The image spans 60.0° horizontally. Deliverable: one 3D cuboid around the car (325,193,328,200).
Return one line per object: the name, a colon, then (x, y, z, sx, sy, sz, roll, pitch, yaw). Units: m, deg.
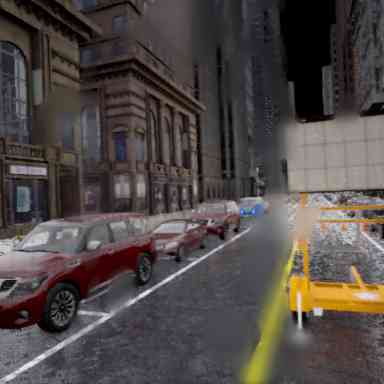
car: (26.534, 1.011, 62.525, 1.802, 1.307, 4.206, -2, -1, 20)

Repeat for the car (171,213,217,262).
car: (-0.627, 1.720, 12.783, 1.802, 1.307, 4.206, -2, 0, 20)

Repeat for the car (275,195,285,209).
car: (10.859, 1.371, 44.369, 1.967, 1.590, 4.097, -2, 0, 20)

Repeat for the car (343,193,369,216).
car: (13.121, 1.103, 25.676, 1.967, 1.590, 4.097, -2, 0, 20)

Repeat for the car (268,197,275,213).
car: (6.973, 1.524, 33.680, 1.752, 1.417, 4.829, -2, 0, 20)

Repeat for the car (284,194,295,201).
car: (22.355, 1.284, 75.952, 2.008, 1.369, 4.403, -2, -1, 20)

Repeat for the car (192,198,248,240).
car: (1.278, 1.418, 18.050, 2.192, 1.841, 5.009, -2, 0, 20)

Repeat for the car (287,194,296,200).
car: (24.212, 1.228, 81.056, 1.752, 1.417, 4.829, -2, -1, 20)

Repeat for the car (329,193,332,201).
car: (20.844, 1.052, 46.892, 1.752, 1.417, 4.829, -2, -1, 20)

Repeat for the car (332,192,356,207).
car: (16.946, 0.910, 36.205, 2.192, 1.841, 5.009, -2, 0, 20)

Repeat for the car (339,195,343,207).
car: (15.042, 1.211, 30.938, 1.802, 1.307, 4.206, -2, 0, 20)

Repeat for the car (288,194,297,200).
car: (26.186, 1.215, 86.480, 1.887, 1.381, 4.507, -2, -1, 20)

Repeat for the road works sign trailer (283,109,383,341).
road works sign trailer: (2.976, 0.388, 5.997, 2.380, 3.560, 2.880, -3, -1, 20)

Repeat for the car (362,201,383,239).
car: (9.295, 1.299, 15.146, 1.947, 1.339, 4.313, -2, 0, 20)

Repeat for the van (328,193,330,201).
van: (22.694, 0.836, 51.998, 1.690, 1.788, 3.998, -2, -1, 20)

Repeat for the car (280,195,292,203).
car: (18.525, 1.364, 65.424, 1.947, 1.339, 4.313, -2, -1, 20)

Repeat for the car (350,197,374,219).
car: (11.209, 1.249, 20.410, 2.008, 1.369, 4.403, -2, 0, 20)

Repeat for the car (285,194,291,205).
car: (14.689, 1.304, 54.897, 1.967, 1.590, 4.097, -2, -1, 20)

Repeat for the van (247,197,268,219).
van: (5.109, 1.373, 28.577, 1.690, 1.788, 3.998, -2, 0, 20)

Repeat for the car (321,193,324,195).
car: (34.195, 0.846, 83.582, 1.887, 1.381, 4.507, -2, -1, 20)

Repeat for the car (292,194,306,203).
car: (20.291, 1.170, 62.221, 1.882, 1.535, 5.008, -3, -1, 20)

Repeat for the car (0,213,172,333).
car: (-2.553, 1.490, 7.522, 2.192, 1.841, 5.009, -2, 0, 20)
